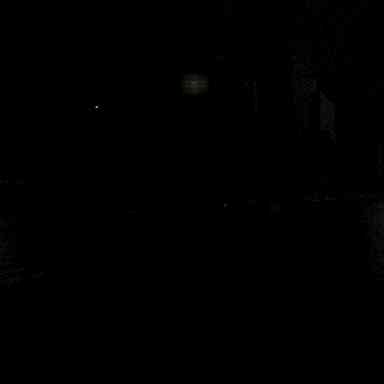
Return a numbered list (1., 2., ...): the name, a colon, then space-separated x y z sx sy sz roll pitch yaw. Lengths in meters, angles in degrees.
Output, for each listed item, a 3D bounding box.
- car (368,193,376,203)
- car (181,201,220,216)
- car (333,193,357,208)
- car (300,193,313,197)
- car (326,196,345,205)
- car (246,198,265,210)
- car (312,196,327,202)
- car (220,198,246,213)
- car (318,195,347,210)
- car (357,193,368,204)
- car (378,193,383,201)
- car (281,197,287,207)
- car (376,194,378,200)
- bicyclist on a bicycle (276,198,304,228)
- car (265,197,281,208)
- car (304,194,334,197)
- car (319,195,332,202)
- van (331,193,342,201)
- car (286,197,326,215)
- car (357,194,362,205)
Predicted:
1. car: 33.345 1.098 63.883 2.192 1.841 5.009 0 0 35
2. car: 0.627 1.524 31.685 1.802 1.307 4.206 0 0 35
3. car: 20.485 1.136 45.353 2.192 1.841 5.009 0 0 35
4. car: 19.917 1.414 59.484 1.887 1.381 4.507 0 0 35
5. car: 23.285 1.352 53.893 1.812 1.442 4.674 -1 0 35
6. car: 7.057 1.494 40.951 1.802 1.307 4.206 0 0 35
7. car: 26.349 1.417 68.751 1.947 1.339 4.313 0 0 35
8. car: 3.840 1.366 36.318 1.967 1.590 4.097 0 0 35
9. car: 17.271 1.376 40.719 1.887 1.381 4.507 0 0 35
10. car: 26.915 1.116 54.617 2.192 1.841 5.009 0 0 35
11. car: 42.990 1.357 77.779 1.802 1.307 4.206 -1 0 35
12. car: 13.487 1.455 50.218 1.947 1.339 4.313 0 0 35
13. car: 36.658 1.301 68.654 1.752 1.417 4.829 -1 0 35
14. bicyclist on a bicycle: 5.360 1.177 18.359 1.656 1.620 0.582 -1 0 35
15. car: 10.175 1.425 45.444 1.752 1.417 4.829 0 0 35
16. car: 17.421 1.336 45.441 2.128 1.511 4.902 -1 0 35
17. car: 29.563 1.426 73.382 1.802 1.307 4.206 0 0 35
18. van: 35.992 1.184 82.651 1.690 1.788 3.998 -1 0 35
19. car: 10.842 1.424 31.453 1.947 1.339 4.313 0 0 35
20. car: 23.701 1.377 49.984 1.947 1.339 4.313 0 0 35
